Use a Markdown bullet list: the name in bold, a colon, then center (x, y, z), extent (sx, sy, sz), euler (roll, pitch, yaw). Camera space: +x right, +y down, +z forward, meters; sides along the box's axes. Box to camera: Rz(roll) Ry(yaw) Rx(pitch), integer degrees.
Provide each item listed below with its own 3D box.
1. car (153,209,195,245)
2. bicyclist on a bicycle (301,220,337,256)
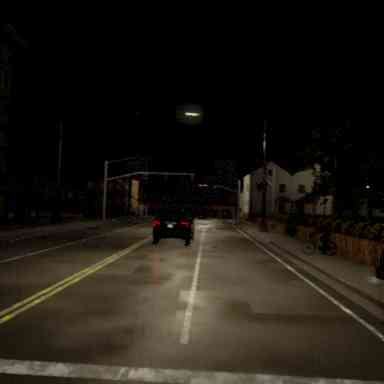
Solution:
- **car**: center (-1.060, 2.088, 20.932), extent (2.150, 2.045, 5.566), euler (2, -3, 3)
- **bicyclist on a bicycle**: center (6.010, 2.179, 15.714), extent (1.656, 1.620, 0.582), euler (2, -3, 3)
